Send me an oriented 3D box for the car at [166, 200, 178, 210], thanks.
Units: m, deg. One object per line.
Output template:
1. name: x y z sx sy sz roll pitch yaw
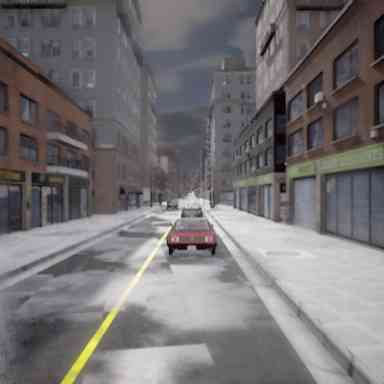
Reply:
1. car: -2.993 1.998 52.434 1.837 1.490 4.892 0 -1 0

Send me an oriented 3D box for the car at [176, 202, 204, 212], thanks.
1. car: 0.009 1.772 29.288 2.128 1.511 4.902 0 0 0

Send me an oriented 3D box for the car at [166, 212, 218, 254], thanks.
1. car: 0.004 1.738 14.096 1.895 1.301 4.718 0 -1 0
